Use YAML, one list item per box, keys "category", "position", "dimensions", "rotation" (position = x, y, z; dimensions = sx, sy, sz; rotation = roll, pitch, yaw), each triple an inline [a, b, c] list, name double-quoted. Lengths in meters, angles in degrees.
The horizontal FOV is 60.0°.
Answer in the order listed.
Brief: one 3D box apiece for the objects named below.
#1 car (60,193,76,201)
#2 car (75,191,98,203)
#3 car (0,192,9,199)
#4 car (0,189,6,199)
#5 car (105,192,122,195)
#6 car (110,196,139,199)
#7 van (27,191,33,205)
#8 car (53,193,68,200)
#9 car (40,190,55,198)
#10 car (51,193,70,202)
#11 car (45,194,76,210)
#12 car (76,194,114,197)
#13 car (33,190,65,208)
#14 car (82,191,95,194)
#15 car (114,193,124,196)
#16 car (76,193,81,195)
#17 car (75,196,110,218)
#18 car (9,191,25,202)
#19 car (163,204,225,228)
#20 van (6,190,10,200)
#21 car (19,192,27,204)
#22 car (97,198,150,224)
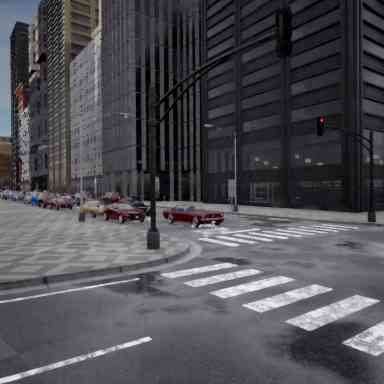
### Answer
- category: "car"
  position: [-24.480, 0.949, 65.454]
  dimensions: [1.802, 1.307, 4.206]
  rotation: [0, 1, -36]
- category: "car"
  position: [-17.879, 0.794, 56.343]
  dimensions: [2.192, 1.841, 5.009]
  rotation: [0, 1, -36]
- category: "car"
  position: [-44.587, 0.778, 78.672]
  dimensions: [1.887, 1.381, 4.507]
  rotation: [0, 1, -36]
- category: "car"
  position: [-37.985, 0.665, 69.561]
  dimensions: [2.192, 1.841, 5.009]
  rotation: [0, 1, -36]
- category: "car"
  position: [-11.278, 0.899, 47.234]
  dimensions: [2.192, 1.841, 5.009]
  rotation: [0, 1, -36]
- category: "car"
  position: [-5.247, 1.370, 29.079]
  dimensions: [1.994, 1.385, 4.181]
  rotation: [-1, 1, -36]
- category: "van"
  position: [-21.484, 0.970, 46.789]
  dimensions: [1.690, 1.788, 3.998]
  rotation: [0, 1, -36]
- category: "car"
  position: [-27.780, 0.855, 70.008]
  dimensions: [1.887, 1.381, 4.507]
  rotation: [0, 1, -36]
- category: "car"
  position: [-34.380, 0.510, 79.114]
  dimensions: [2.192, 1.841, 5.009]
  rotation: [0, 1, -36]
- category: "car"
  position: [-23.744, 0.936, 60.041]
  dimensions: [2.128, 1.511, 4.902]
  rotation: [-1, 1, -36]
- category: "car"
  position: [-14.883, 1.275, 37.681]
  dimensions: [1.887, 1.381, 4.507]
  rotation: [0, 1, -36]
- category: "car"
  position: [-10.740, 1.275, 36.663]
  dimensions: [2.033, 1.411, 5.357]
  rotation: [-1, 1, -36]
- category: "car"
  position: [-18.183, 0.996, 42.234]
  dimensions: [2.192, 1.841, 5.009]
  rotation: [0, 1, -36]
- category: "car"
  position: [-17.042, 0.907, 50.798]
  dimensions: [2.097, 1.767, 4.553]
  rotation: [-1, 1, -37]
- category: "car"
  position: [-7.979, 1.200, 42.682]
  dimensions: [1.947, 1.339, 4.313]
  rotation: [0, 1, -36]
- category: "car"
  position: [-16.519, 1.166, 44.682]
  dimensions: [1.812, 1.442, 4.674]
  rotation: [-1, 1, -35]
- category: "car"
  position: [-8.183, 1.353, 28.434]
  dimensions: [1.752, 1.417, 4.829]
  rotation: [0, 1, -36]
- category: "car"
  position: [-31.385, 0.904, 60.454]
  dimensions: [1.967, 1.590, 4.097]
  rotation: [0, 1, -36]
- category: "car"
  position: [0.029, 1.479, 21.752]
  dimensions: [1.895, 1.301, 4.718]
  rotation: [-1, 1, -35]
- category: "van"
  position: [-34.685, 0.748, 65.007]
  dimensions: [1.690, 1.788, 3.998]
  rotation: [0, 1, -36]
- category: "car"
  position: [-24.785, 1.126, 51.345]
  dimensions: [2.008, 1.369, 4.403]
  rotation: [0, 1, -36]
- category: "car"
  position: [-4.982, 1.416, 24.017]
  dimensions: [1.887, 1.381, 4.507]
  rotation: [0, 1, -36]
